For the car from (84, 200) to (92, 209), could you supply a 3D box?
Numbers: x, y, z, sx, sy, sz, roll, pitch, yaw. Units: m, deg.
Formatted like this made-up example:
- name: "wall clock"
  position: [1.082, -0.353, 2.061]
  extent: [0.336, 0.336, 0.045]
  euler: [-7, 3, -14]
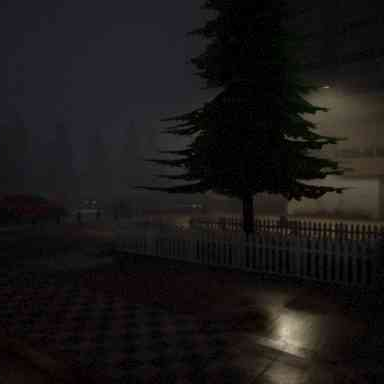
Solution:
- name: "car"
  position: [-11.480, 1.278, 42.546]
  extent: [2.097, 1.767, 4.553]
  euler: [0, 0, 35]

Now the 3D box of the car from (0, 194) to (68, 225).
- name: "car"
  position: [-11.880, 1.171, 24.027]
  extent: [2.150, 2.045, 5.566]
  euler: [0, 0, 39]

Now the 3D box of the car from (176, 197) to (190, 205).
- name: "car"
  position: [-0.372, 1.227, 58.003]
  extent: [2.150, 2.045, 5.566]
  euler: [0, 0, 35]

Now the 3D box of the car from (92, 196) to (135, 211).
- name: "car"
  position: [-9.052, 1.425, 39.924]
  extent: [2.128, 1.511, 4.902]
  euler: [0, 0, 35]

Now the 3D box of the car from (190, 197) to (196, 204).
- name: "car"
  position: [2.498, 1.502, 55.999]
  extent: [2.033, 1.411, 5.357]
  euler: [0, 0, 35]

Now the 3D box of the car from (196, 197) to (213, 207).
- name: "car"
  position: [2.940, 1.506, 50.481]
  extent: [1.994, 1.385, 4.181]
  euler: [0, 0, 35]

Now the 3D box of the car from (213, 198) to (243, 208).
- name: "car"
  position: [5.689, 1.497, 48.323]
  extent: [2.033, 1.411, 5.357]
  euler: [0, 0, 36]

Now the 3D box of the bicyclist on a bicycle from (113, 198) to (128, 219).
- name: "bicyclist on a bicycle"
  position: [-5.554, 1.260, 25.895]
  extent: [1.656, 1.620, 0.582]
  euler: [0, 0, 35]
